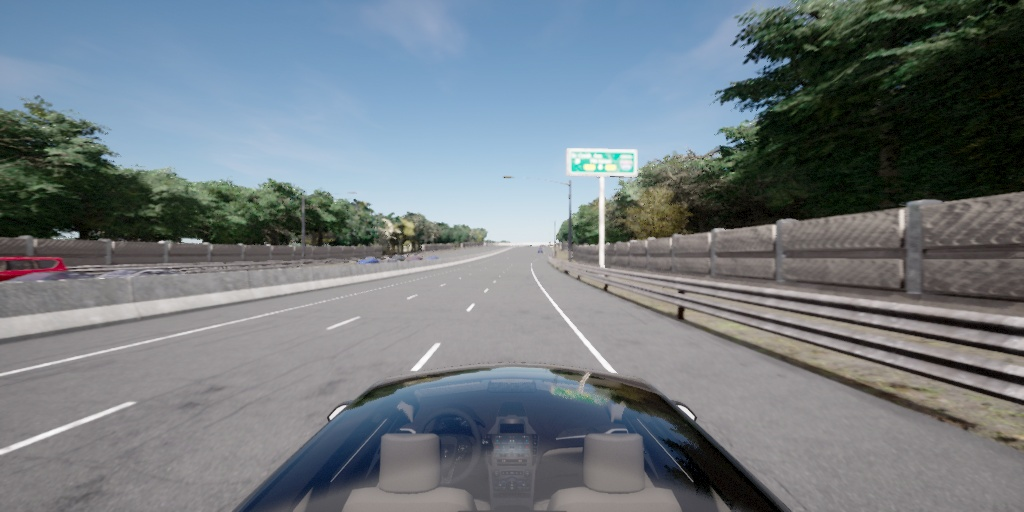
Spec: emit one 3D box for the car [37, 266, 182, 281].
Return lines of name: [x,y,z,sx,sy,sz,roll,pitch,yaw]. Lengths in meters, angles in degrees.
car: [-17.483,1.329,16.547,2.128,1.511,4.902,0,0,1]

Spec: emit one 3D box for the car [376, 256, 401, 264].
car: [-19.649,1.161,58.127,1.895,1.301,4.718,0,1,3]

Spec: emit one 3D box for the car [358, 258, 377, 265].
car: [-23.149,1.036,58.261,1.882,1.535,5.008,0,1,3]

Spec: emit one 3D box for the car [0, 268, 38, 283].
car: [-20.986,1.398,16.232,1.994,1.385,4.181,0,0,1]

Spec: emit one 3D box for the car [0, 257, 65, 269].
car: [-24.485,1.055,16.696,2.150,2.045,5.566,0,0,1]

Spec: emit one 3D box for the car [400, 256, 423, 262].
car: [-16.137,1.118,58.433,1.994,1.385,4.181,0,1,3]
